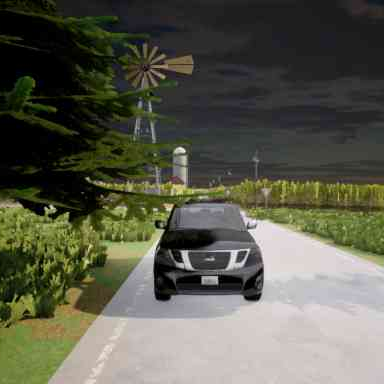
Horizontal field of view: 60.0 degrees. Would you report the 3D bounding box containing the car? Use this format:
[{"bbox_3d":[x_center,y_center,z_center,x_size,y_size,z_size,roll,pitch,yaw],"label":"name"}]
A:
[{"bbox_3d":[0.334,1.221,8.691,2.150,2.045,5.566,0,0,0],"label":"car"}]
